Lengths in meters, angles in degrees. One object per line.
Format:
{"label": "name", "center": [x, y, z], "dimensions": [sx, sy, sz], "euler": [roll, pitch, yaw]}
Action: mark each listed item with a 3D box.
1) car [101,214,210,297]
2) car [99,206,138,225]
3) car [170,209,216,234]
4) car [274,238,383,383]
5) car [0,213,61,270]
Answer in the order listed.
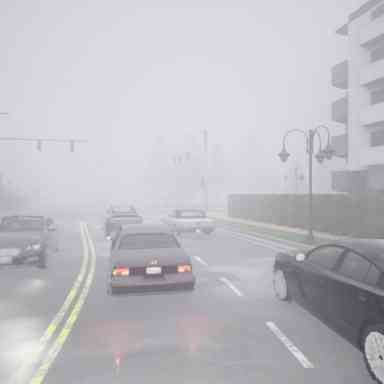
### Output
{"label": "car", "center": [-1.269, 1.547, 8.813], "dimensions": [2.033, 1.411, 5.357], "euler": [0, 0, -12]}
{"label": "car", "center": [-3.918, 1.490, 18.190], "dimensions": [2.128, 1.511, 4.902], "euler": [0, 0, -19]}
{"label": "car", "center": [-0.385, 1.599, 18.372], "dimensions": [1.895, 1.301, 4.718], "euler": [0, 0, -18]}
{"label": "car", "center": [2.916, 1.477, 5.334], "dimensions": [1.882, 1.535, 5.008], "euler": [0, 0, -7]}
{"label": "car", "center": [-5.471, 1.491, 10.889], "dimensions": [2.128, 1.511, 4.902], "euler": [0, 0, -15]}
